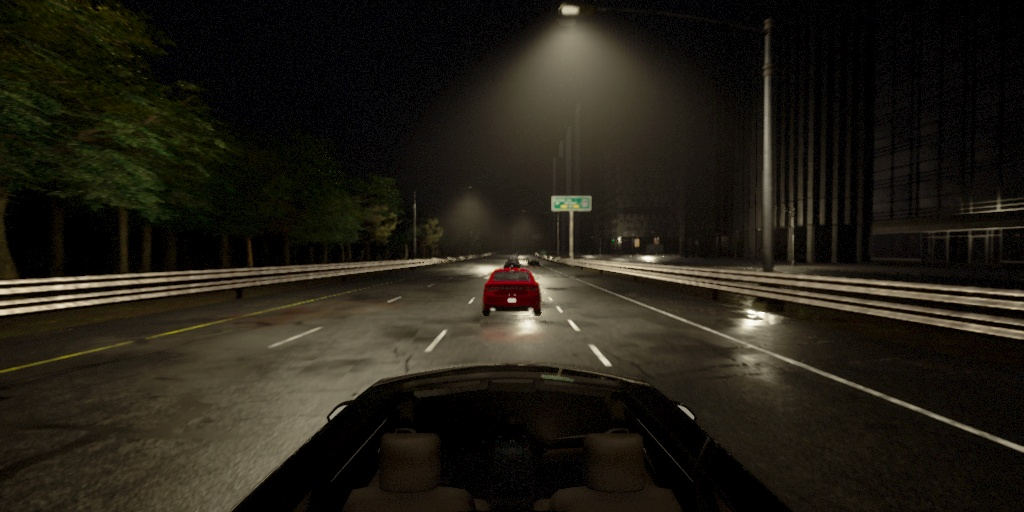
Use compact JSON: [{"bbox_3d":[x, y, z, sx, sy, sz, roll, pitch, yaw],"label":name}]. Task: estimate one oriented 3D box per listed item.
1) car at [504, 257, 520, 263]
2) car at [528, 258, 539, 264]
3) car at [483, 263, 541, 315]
[{"bbox_3d":[0.038,1.131,43.372,1.994,1.385,4.181,0,0,0],"label":"car"},{"bbox_3d":[3.754,1.025,63.825,1.895,1.301,4.718,0,0,1],"label":"car"},{"bbox_3d":[-0.008,1.186,13.373,1.882,1.535,5.008,0,0,0],"label":"car"}]
